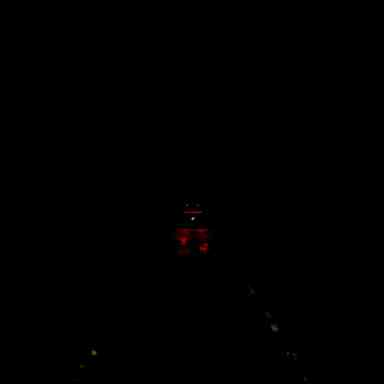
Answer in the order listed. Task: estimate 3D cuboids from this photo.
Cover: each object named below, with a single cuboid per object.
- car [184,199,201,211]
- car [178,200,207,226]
[{"bbox_3d":[0.048,1.629,41.197,1.895,1.301,4.718,0,0,0],"label":"car"},{"bbox_3d":[0.070,1.500,23.657,2.128,1.511,4.902,0,0,0],"label":"car"}]
